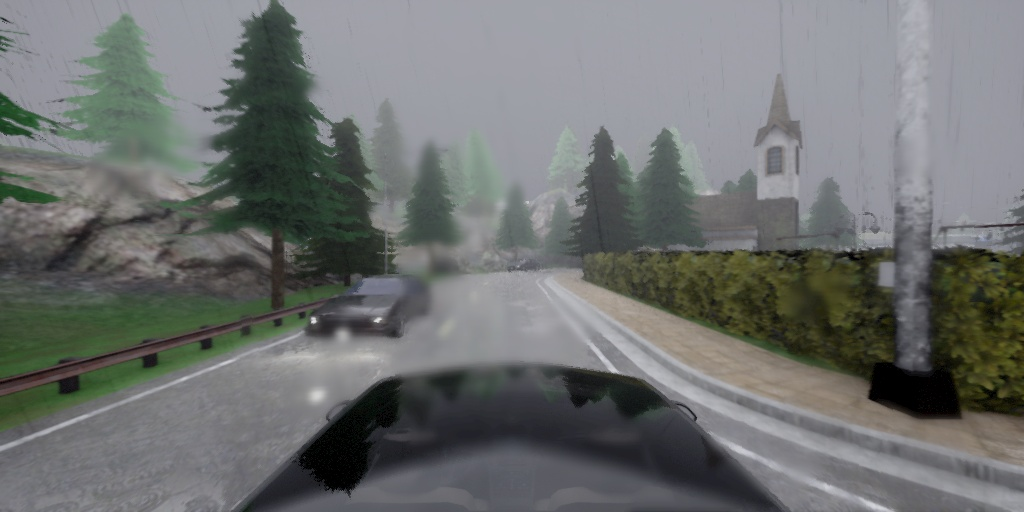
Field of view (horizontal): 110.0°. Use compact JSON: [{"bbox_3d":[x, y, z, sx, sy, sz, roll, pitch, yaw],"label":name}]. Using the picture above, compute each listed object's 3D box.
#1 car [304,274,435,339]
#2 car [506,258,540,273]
[{"bbox_3d":[-3.512,1.239,10.110,2.033,1.411,5.357,0,0,0],"label":"car"},{"bbox_3d":[1.287,1.003,39.032,1.837,1.490,4.892,-2,-1,33],"label":"car"}]
